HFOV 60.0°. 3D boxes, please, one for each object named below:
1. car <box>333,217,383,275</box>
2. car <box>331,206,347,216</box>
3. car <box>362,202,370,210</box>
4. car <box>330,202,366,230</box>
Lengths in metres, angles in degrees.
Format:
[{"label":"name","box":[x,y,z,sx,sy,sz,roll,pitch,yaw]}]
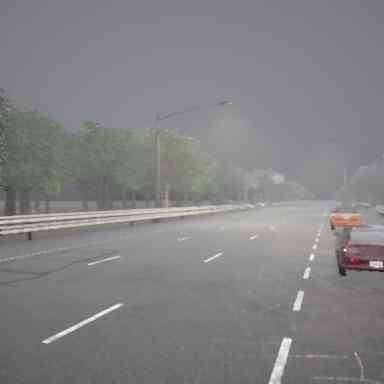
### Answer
[{"label":"car","box":[5.701,1.775,10.829,1.812,1.442,4.674,0,-1,22]},{"label":"car","box":[21.558,2.696,48.688,1.895,1.301,4.718,-1,-1,26]},{"label":"car","box":[35.534,2.924,69.505,2.097,1.767,4.553,-1,-2,44]},{"label":"car","box":[11.898,1.936,25.815,2.097,1.767,4.553,0,-1,22]}]
